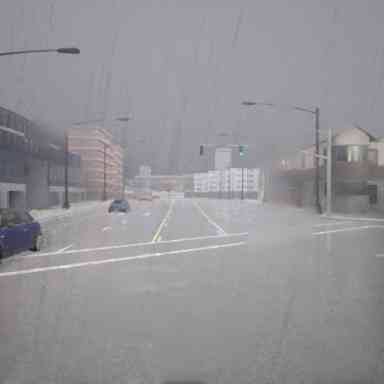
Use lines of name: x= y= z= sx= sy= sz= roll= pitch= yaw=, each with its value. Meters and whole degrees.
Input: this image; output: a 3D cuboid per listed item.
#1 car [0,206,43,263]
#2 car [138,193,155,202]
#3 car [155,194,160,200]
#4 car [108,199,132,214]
car: x=-6.783 y=1.383 z=11.033 sx=2.097 sy=1.767 sz=4.553 roll=0 pitch=0 yaw=-2
car: x=-8.509 y=0.896 z=60.384 sx=2.097 sy=1.767 sz=4.553 roll=0 pitch=0 yaw=-2
car: x=-9.413 y=1.316 z=86.185 sx=1.994 sy=1.385 sz=4.181 roll=0 pitch=-1 yaw=-2
car: x=-7.634 y=1.528 z=35.352 sx=1.812 sy=1.442 sz=4.674 roll=0 pitch=1 yaw=-2
